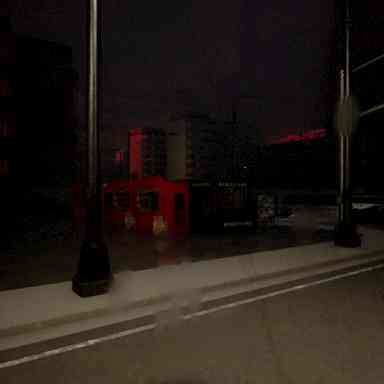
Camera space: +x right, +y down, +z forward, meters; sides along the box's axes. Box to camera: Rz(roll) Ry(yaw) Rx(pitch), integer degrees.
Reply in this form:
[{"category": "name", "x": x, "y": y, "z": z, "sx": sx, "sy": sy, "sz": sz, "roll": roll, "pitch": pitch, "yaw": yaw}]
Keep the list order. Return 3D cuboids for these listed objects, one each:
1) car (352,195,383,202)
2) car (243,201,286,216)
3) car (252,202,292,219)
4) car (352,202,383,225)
[{"category": "car", "x": 15.163, "y": 1.296, "z": 26.605, "sx": 2.150, "sy": 2.045, "sz": 5.566, "roll": 0, "pitch": -1, "yaw": -36}, {"category": "car", "x": 7.894, "y": 1.738, "z": 36.660, "sx": 1.812, "sy": 1.442, "sz": 4.674, "roll": 0, "pitch": -1, "yaw": -36}, {"category": "car", "x": 7.169, "y": 1.644, "z": 31.677, "sx": 1.882, "sy": 1.535, "sz": 5.008, "roll": 0, "pitch": -1, "yaw": -36}, {"category": "car", "x": 13.494, "y": 1.621, "z": 22.936, "sx": 1.994, "sy": 1.385, "sz": 4.181, "roll": 0, "pitch": 0, "yaw": -36}]
